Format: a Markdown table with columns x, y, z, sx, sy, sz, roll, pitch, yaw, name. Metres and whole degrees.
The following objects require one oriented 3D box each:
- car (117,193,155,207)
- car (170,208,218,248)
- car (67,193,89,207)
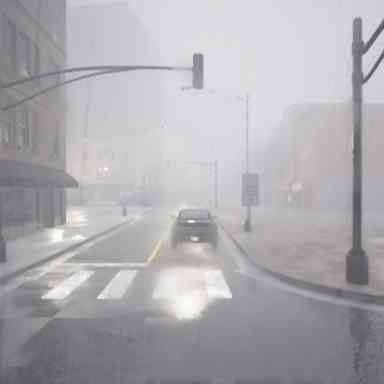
| x | y | z | sx | sy | sz | roll | pitch | yaw | name |
| --- | --- | --- | --- | --- | --- | --- | --- | --- | --- |
| -8.418 | 1.188 | 50.252 | 5.566 | 2.045 | 2.150 | 0 | 0 | 9 | car |
| 0.102 | 1.483 | 14.717 | 1.837 | 1.490 | 4.892 | 0 | 0 | 0 | car |
| -18.998 | 1.238 | 51.978 | 5.566 | 2.045 | 2.150 | 0 | 0 | 9 | car |
